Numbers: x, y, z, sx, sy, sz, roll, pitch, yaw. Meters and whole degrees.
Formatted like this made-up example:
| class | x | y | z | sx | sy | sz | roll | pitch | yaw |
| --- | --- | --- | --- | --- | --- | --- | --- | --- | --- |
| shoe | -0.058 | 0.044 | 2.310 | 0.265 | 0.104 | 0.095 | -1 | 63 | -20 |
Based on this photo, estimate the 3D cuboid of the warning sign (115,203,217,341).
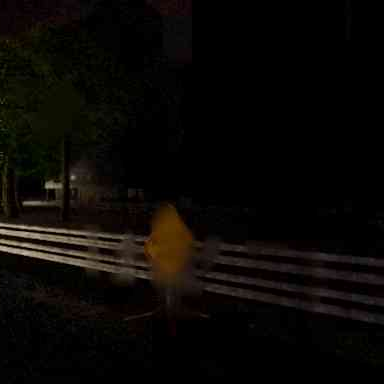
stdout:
| class | x | y | z | sx | sy | sz | roll | pitch | yaw |
| --- | --- | --- | --- | --- | --- | --- | --- | --- | --- |
| warning sign | -0.389 | 1.138 | 5.445 | 1.060 | 1.860 | 1.300 | 0 | 0 | 35 |
